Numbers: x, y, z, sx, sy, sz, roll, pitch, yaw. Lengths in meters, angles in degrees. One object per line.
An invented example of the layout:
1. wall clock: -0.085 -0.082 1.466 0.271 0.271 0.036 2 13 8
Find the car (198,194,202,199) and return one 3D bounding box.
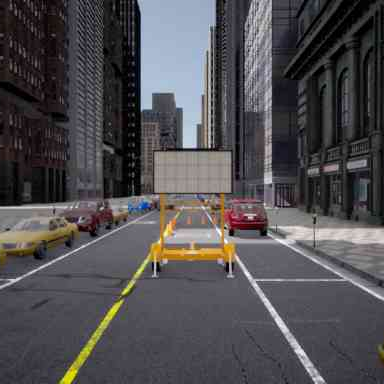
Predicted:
1. car: 2.942 1.591 80.294 1.887 1.381 4.507 0 0 0

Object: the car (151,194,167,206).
1. car: -5.635 1.341 57.746 2.192 1.841 5.009 0 0 0

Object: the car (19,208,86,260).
1. car: -5.737 1.525 12.450 1.752 1.417 4.829 0 0 0

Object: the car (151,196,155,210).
1. car: -5.673 1.563 40.823 2.008 1.369 4.403 0 0 0

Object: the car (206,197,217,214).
1. car: 2.840 1.559 35.170 2.008 1.369 4.403 0 0 0

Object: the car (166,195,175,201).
1. car: -5.570 1.602 85.949 2.008 1.369 4.403 0 0 0

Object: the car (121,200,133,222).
1. car: -5.711 1.528 23.731 1.752 1.417 4.829 0 0 0

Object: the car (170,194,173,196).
1. car: -5.595 1.607 74.668 1.947 1.339 4.313 0 0 0

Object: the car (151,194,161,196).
1. car: -5.661 1.331 46.464 2.192 1.841 5.009 0 0 0

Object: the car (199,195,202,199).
1. car: 2.904 1.597 63.372 1.947 1.339 4.313 0 0 0

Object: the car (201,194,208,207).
1. car: 2.878 1.461 52.091 1.967 1.590 4.097 0 0 0

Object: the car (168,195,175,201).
1. car: -5.557 1.581 91.420 1.752 1.417 4.829 0 0 0

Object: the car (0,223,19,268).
1. car: -5.750 1.525 6.809 1.752 1.417 4.829 0 0 0

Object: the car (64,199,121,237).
1. car: -5.724 1.316 18.261 2.192 1.841 5.009 0 0 0

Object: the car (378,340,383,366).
1. car: 2.763 1.525 1.497 1.752 1.417 4.829 0 0 0

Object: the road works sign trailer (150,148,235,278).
1. road works sign trailer: 0.023 0.464 10.163 2.380 3.560 2.880 0 0 0

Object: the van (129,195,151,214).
1. van: -5.686 1.349 35.183 1.690 1.788 3.998 0 0 0

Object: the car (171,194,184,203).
1. car: -2.845 1.636 68.001 1.895 1.301 4.718 0 0 0

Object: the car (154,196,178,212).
1. car: -3.011 1.515 39.122 1.837 1.490 4.892 0 0 0

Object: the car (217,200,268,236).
1. car: 2.801 1.316 18.249 2.192 1.841 5.009 0 0 0

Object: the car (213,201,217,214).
1. car: 2.814 1.554 23.889 2.008 1.369 4.403 0 0 0
